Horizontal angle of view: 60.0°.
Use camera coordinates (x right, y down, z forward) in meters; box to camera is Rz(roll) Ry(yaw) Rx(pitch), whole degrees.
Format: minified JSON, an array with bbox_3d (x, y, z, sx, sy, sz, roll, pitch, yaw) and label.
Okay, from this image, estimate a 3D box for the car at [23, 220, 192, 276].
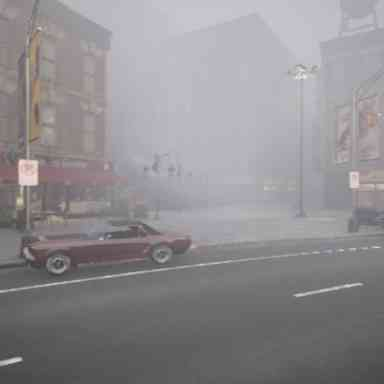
[{"bbox_3d":[-2.494,1.539,10.094,4.718,1.301,1.895,0,0,-27],"label":"car"}]
